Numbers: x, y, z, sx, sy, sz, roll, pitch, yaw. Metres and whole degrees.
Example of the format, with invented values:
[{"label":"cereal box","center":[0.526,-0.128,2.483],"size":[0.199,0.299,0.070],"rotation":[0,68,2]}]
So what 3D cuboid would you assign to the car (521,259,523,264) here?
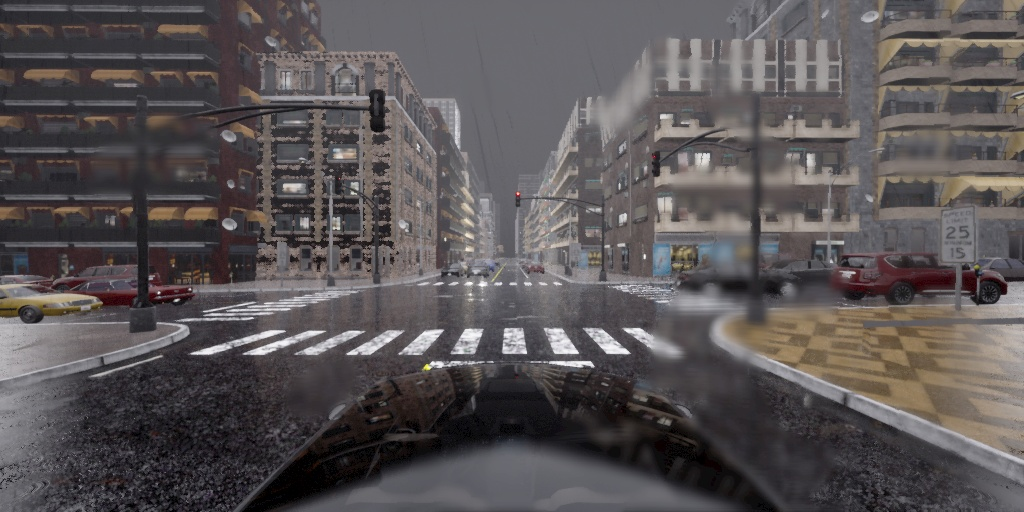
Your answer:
[{"label":"car","center":[2.594,1.200,46.548],"size":[1.967,1.591,4.097],"rotation":[0,0,0]}]

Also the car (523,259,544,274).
[{"label":"car","center":[2.606,1.198,40.866],"size":[1.967,1.591,4.097],"rotation":[0,0,0]}]

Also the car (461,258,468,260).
[{"label":"car","center":[-5.774,1.283,40.676],"size":[1.751,1.417,4.829],"rotation":[0,0,0]}]

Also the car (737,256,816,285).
[{"label":"car","center":[14.934,0.947,18.956],"size":[4.892,1.490,1.837],"rotation":[-1,0,-1]}]

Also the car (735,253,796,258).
[{"label":"car","center":[14.533,0.759,21.543],"size":[5.009,1.841,2.192],"rotation":[0,0,-1]}]

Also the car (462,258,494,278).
[{"label":"car","center":[-3.169,1.247,34.039],"size":[2.128,1.511,4.902],"rotation":[0,0,0]}]

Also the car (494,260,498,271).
[{"label":"car","center":[-3.193,1.238,45.941],"size":[1.882,1.535,5.008],"rotation":[0,1,0]}]

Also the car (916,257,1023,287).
[{"label":"car","center":[25.299,0.796,19.067],"size":[5.357,1.411,2.033],"rotation":[-1,0,-1]}]

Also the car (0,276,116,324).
[{"label":"car","center":[-17.654,1.585,12.812],"size":[4.829,1.417,1.751],"rotation":[0,0,-1]}]

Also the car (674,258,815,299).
[{"label":"car","center":[9.867,1.021,15.808],"size":[5.008,1.535,1.882],"rotation":[-1,1,4]}]

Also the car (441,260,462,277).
[{"label":"car","center":[-5.762,1.322,35.163],"size":[1.948,1.339,4.313],"rotation":[0,0,0]}]

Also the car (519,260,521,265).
[{"label":"car","center":[2.570,1.348,57.913],"size":[1.802,1.307,4.207],"rotation":[0,0,0]}]

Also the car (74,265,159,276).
[{"label":"car","center":[-23.640,1.462,21.095],"size":[5.009,1.841,2.192],"rotation":[0,0,-1]}]

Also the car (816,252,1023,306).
[{"label":"car","center":[14.686,0.775,13.164],"size":[5.009,1.841,2.192],"rotation":[0,0,-1]}]

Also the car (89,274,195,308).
[{"label":"car","center":[-16.630,1.633,15.408],"size":[4.718,1.301,1.895],"rotation":[-1,0,0]}]
